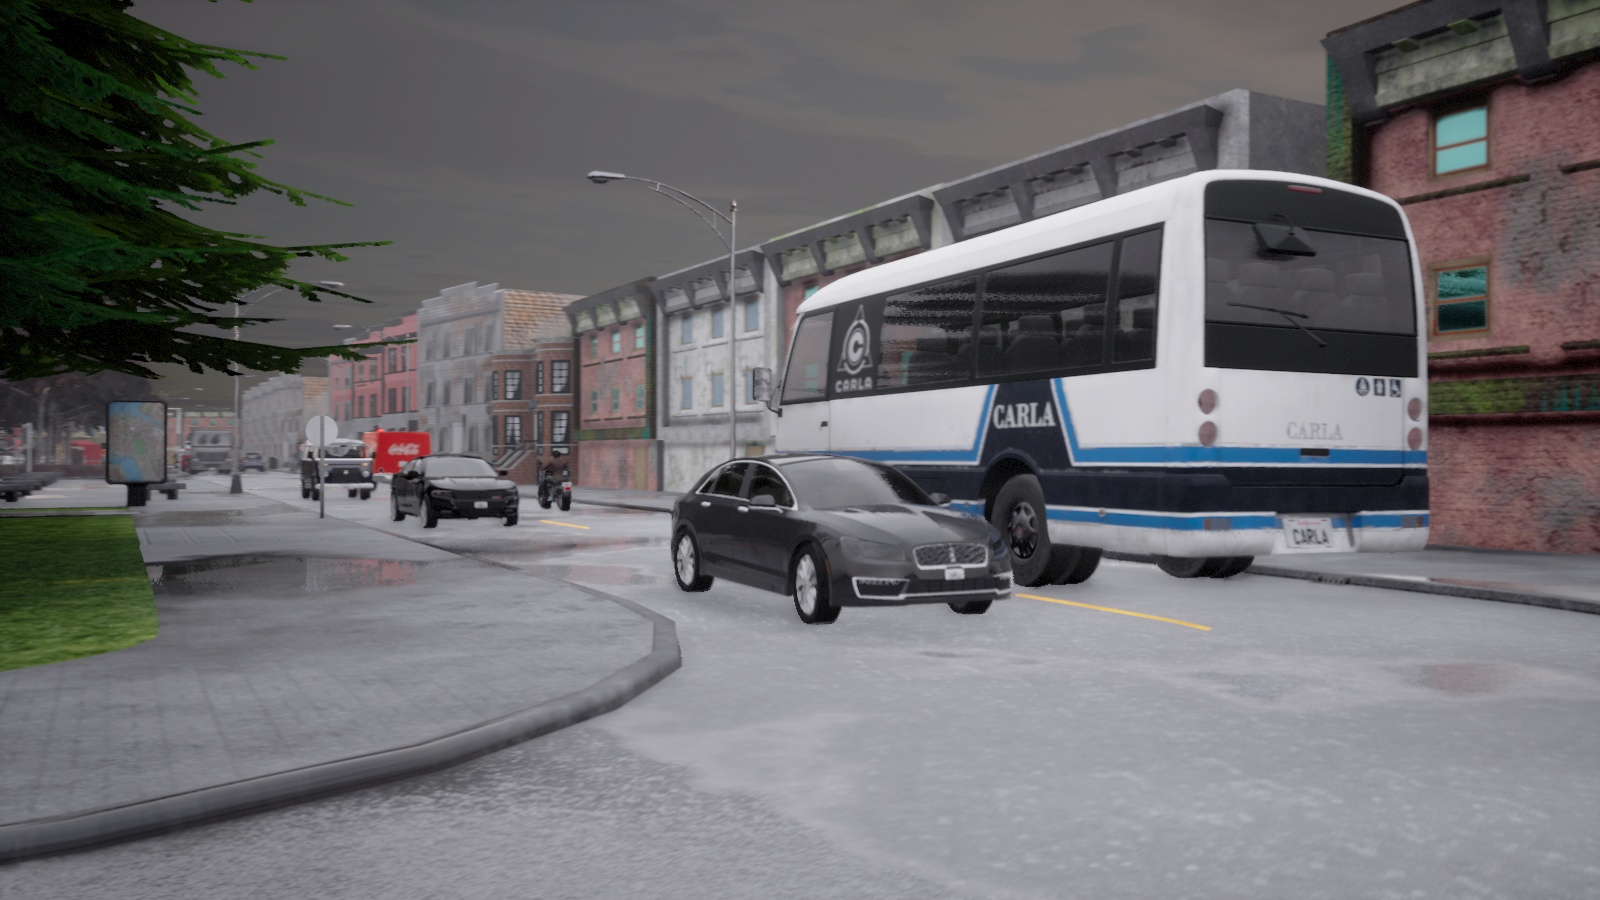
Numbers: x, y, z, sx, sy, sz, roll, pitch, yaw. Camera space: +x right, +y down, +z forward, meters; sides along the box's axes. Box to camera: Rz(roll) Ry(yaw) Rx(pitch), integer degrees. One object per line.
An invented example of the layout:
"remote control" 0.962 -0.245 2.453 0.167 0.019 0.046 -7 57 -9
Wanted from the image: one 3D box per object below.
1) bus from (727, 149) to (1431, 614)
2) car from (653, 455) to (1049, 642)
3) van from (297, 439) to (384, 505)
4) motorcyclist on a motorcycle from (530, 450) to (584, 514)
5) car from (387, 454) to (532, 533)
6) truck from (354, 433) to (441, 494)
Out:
"bus" 2.690 -0.572 16.986 3.944 4.253 10.273 1 -1 -24
"car" 0.231 0.796 12.596 1.837 1.490 4.892 0 0 -26
"van" -15.135 0.682 41.251 2.069 2.038 4.480 0 0 -28
"motorcyclist on a motorcycle" -6.554 0.847 33.755 0.766 1.649 2.350 0 0 -28
"car" -7.384 0.852 26.861 1.882 1.535 5.008 0 0 -28
"truck" -17.243 0.534 53.595 2.627 2.467 5.204 0 0 -28
